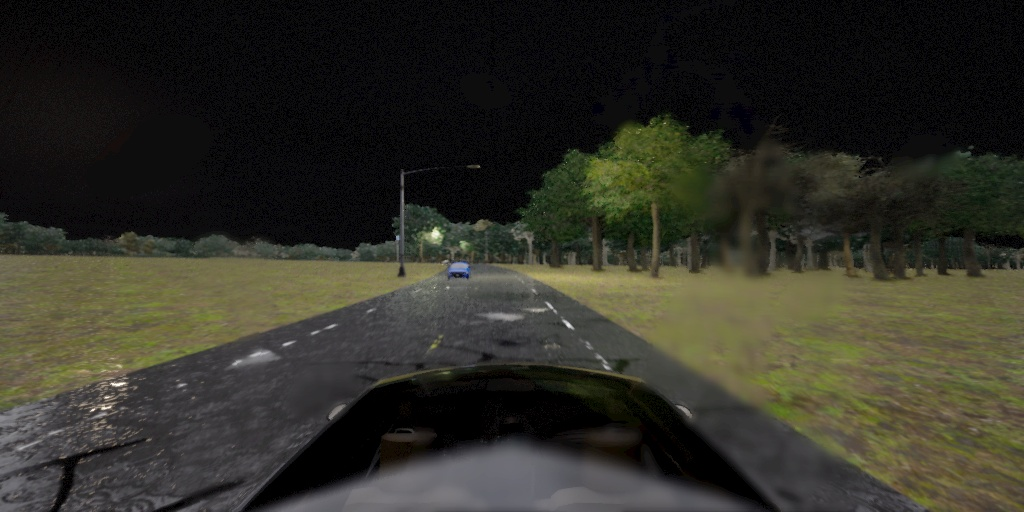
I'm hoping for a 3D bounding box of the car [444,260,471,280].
[{"bbox_3d":[-4.736,1.323,32.539,1.882,1.535,5.008,0,0,-4],"label":"car"}]
